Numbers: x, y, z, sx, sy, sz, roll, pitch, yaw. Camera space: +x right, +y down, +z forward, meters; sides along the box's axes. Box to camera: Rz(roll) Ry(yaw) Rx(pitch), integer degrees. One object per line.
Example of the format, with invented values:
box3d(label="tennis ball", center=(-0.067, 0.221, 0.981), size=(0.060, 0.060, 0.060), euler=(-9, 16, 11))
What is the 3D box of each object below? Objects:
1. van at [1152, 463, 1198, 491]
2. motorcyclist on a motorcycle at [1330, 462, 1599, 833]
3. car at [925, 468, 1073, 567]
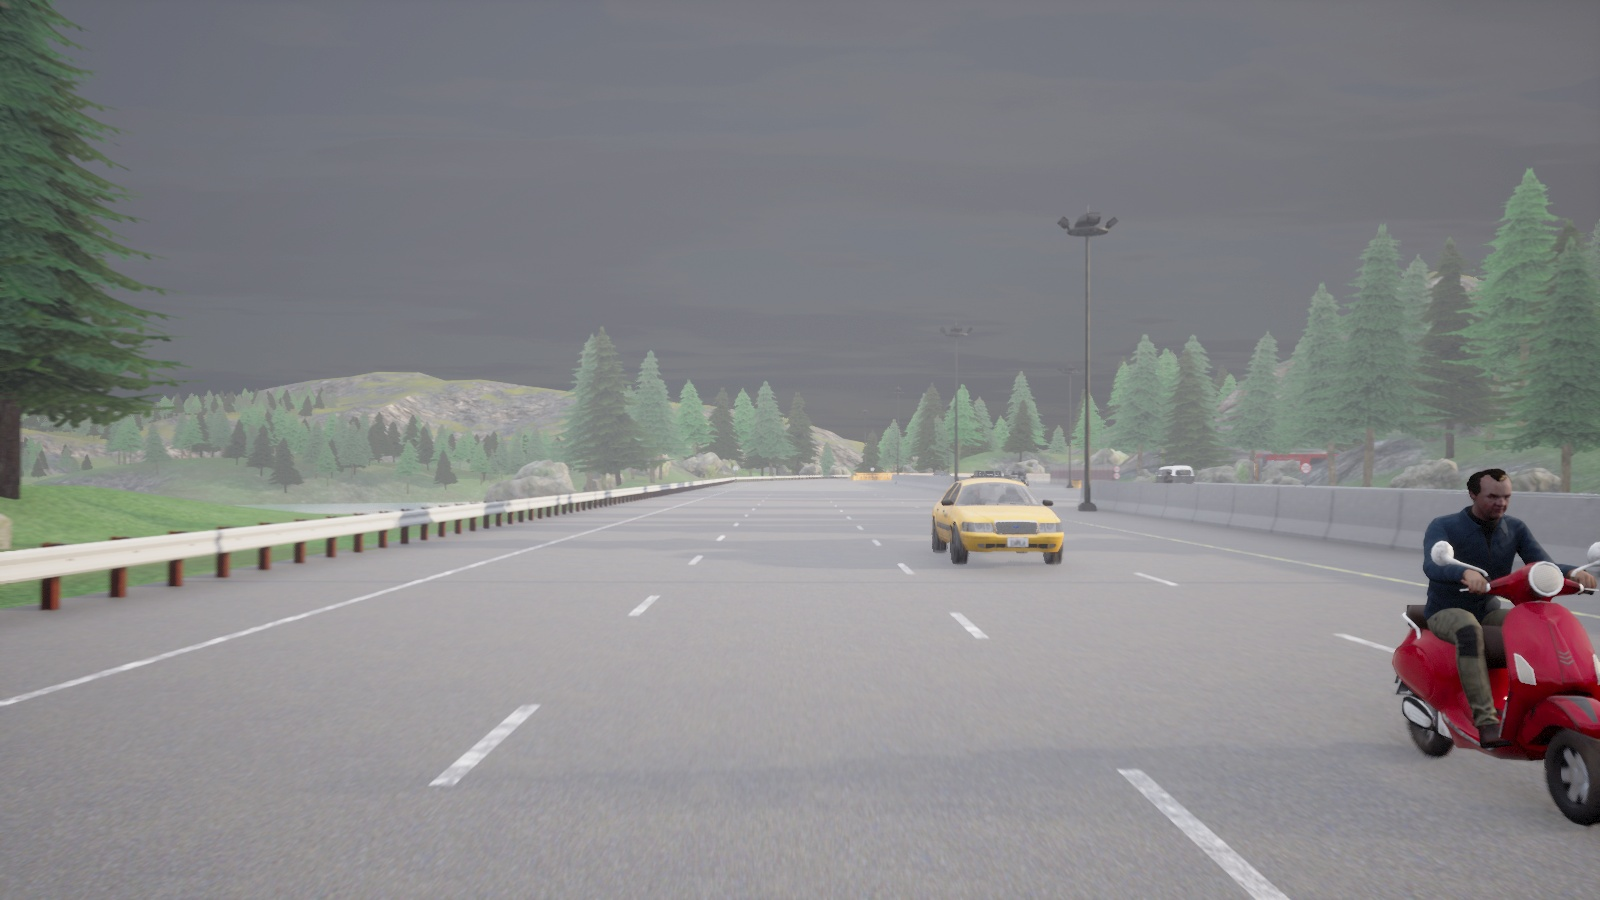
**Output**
box3d(label="van", center=(27.779, 1.980, 93.116), size=(2.069, 2.038, 4.480), euler=(0, -1, 0))
box3d(label="motorcyclist on a motorcycle", center=(3.485, 0.859, 6.305), size=(0.866, 1.590, 1.817), euler=(0, -1, 0))
box3d(label="car", center=(3.446, 1.119, 22.730), size=(1.801, 1.575, 5.366), euler=(0, -1, 0))
